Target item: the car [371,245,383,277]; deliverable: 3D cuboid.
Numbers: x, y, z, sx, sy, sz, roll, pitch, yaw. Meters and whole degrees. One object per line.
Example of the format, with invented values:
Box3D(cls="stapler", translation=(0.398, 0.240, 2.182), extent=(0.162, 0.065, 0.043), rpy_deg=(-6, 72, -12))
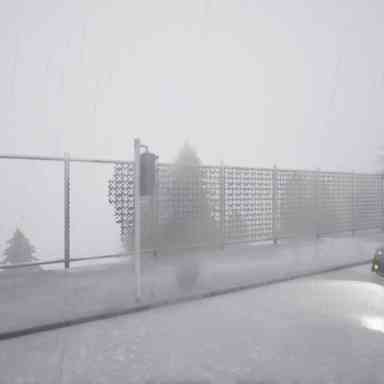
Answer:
Box3D(cls="car", translation=(6.645, 1.560, 8.765), extent=(4.181, 1.385, 1.994), rpy_deg=(0, 0, -32))
